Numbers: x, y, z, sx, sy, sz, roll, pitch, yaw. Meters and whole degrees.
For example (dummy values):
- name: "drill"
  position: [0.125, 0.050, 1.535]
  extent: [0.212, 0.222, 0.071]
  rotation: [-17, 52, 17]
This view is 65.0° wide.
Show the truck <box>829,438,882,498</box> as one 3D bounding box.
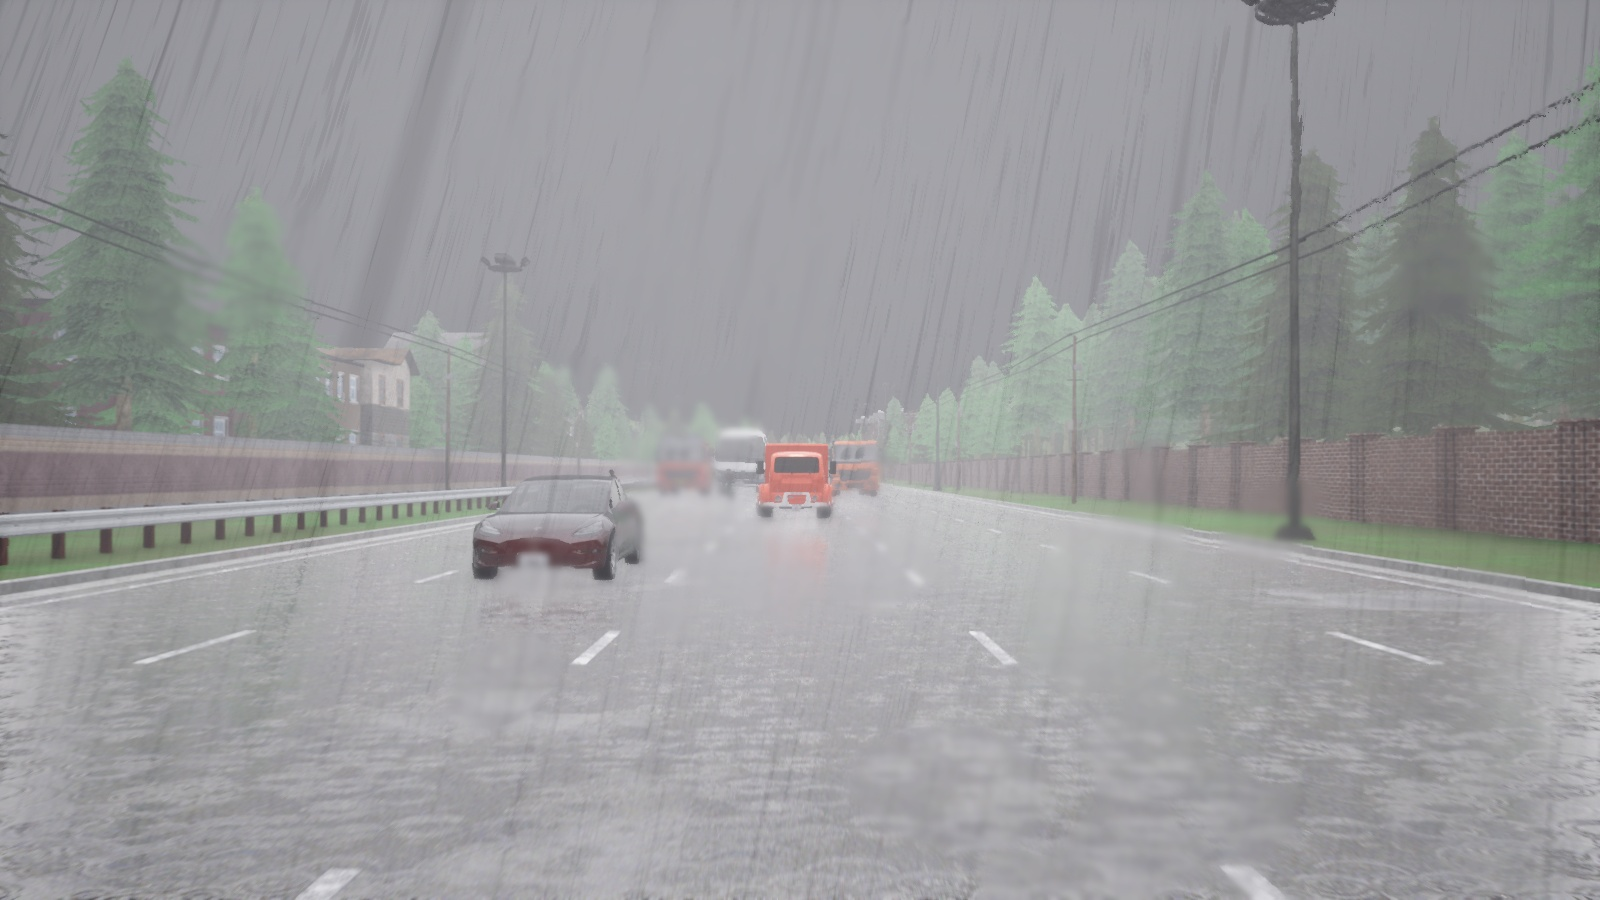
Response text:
- name: "truck"
  position: [3.311, 1.108, 76.982]
  extent: [2.891, 3.462, 7.936]
  rotation: [0, -1, 0]

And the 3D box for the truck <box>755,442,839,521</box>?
- name: "truck"
  position: [-0.102, 1.027, 41.746]
  extent: [2.627, 2.467, 5.204]
  rotation: [0, -1, 0]

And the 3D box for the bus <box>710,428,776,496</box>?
- name: "bus"
  position: [-3.708, 0.862, 84.161]
  extent: [3.944, 4.253, 10.273]
  rotation: [0, -1, 0]

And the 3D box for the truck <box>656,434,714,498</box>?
- name: "truck"
  position: [-7.196, 1.013, 79.738]
  extent: [2.891, 3.827, 8.468]
  rotation: [0, -1, 0]

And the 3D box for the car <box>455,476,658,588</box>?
- name: "car"
  position: [-3.555, 1.152, 19.307]
  extent: [2.163, 1.488, 4.792]
  rotation: [0, -1, 0]
